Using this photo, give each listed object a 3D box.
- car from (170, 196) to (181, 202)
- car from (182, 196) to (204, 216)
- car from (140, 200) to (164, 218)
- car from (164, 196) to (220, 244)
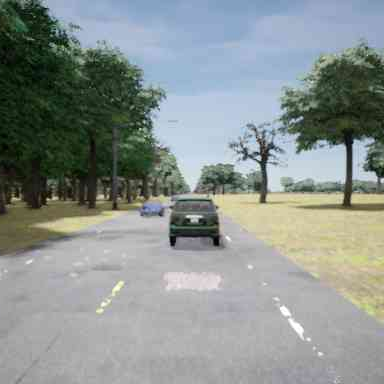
[{"bbox_3d":[-3.488,1.472,71.370,1.994,1.385,4.181,0,0,0],"label":"car"},{"bbox_3d":[0.106,1.340,33.501,2.097,1.767,4.553,0,0,0],"label":"car"},{"bbox_3d":[-3.582,1.516,30.556,1.812,1.442,4.674,0,0,0],"label":"car"},{"bbox_3d":[0.115,1.221,15.807,2.150,2.045,5.566,0,0,0],"label":"car"}]
